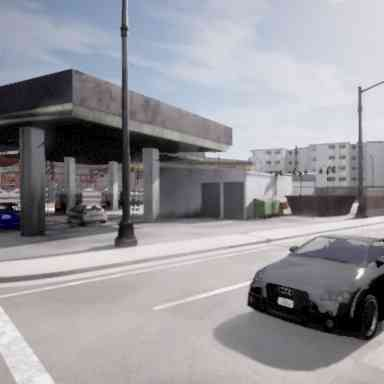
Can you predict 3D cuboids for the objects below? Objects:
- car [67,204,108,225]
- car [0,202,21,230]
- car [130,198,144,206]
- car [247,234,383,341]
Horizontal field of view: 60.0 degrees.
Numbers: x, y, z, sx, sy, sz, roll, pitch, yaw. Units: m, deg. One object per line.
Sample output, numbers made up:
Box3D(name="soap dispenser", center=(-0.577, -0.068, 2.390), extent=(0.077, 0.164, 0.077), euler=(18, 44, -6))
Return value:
Box3D(name="car", center=(-7.850, 1.614, 24.726), extent=(1.970, 1.475, 3.806), euler=(0, 0, -39))
Box3D(name="car", center=(-11.833, 1.471, 20.516), extent=(2.242, 1.667, 4.611), euler=(0, 0, -39))
Box3D(name="car", center=(-9.762, 1.806, 60.455), extent=(1.837, 1.490, 4.892), euler=(-1, 0, 15))
Box3D(name="car", center=(3.006, 1.566, 6.596), extent=(4.181, 1.385, 1.994), euler=(0, 0, -40))
